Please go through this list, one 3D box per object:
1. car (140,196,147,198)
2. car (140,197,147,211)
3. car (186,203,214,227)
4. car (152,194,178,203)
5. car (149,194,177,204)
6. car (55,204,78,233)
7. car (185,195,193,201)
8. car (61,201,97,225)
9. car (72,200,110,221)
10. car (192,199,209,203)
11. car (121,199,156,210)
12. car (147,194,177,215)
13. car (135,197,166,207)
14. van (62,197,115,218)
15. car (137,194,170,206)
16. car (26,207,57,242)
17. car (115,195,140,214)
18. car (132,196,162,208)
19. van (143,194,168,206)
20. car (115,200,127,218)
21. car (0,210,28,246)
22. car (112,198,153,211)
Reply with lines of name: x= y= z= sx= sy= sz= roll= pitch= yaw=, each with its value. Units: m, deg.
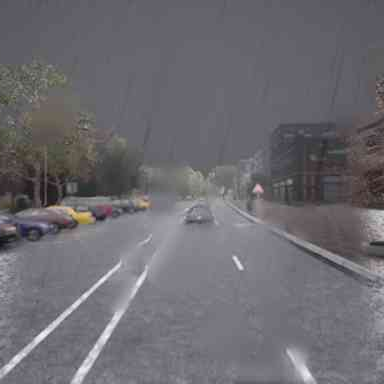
car: x=-7.968 y=1.721 z=42.822 sx=5.366 sy=1.575 sz=1.946 roll=-1 pitch=0 yaw=-17
car: x=-8.322 y=1.719 z=39.800 sx=4.892 sy=1.521 sz=2.231 roll=-1 pitch=-1 yaw=-17
car: x=0.575 y=1.724 z=24.460 sx=1.994 sy=1.385 sz=4.181 roll=0 pitch=0 yaw=2
car: x=-6.174 y=1.457 z=75.270 sx=5.566 sy=2.045 sz=2.435 roll=-1 pitch=0 yaw=-16
car: x=-6.307 y=1.463 z=72.345 sx=5.566 sy=2.045 sz=2.435 roll=-1 pitch=0 yaw=-16
car: x=-9.176 y=1.656 z=19.019 sx=4.674 sy=1.452 sz=2.002 roll=-1 pitch=0 yaw=-19
car: x=-0.653 y=1.522 z=78.407 sx=1.837 sy=1.490 sz=4.892 roll=0 pitch=0 yaw=4
car: x=-9.275 y=1.635 z=21.931 sx=5.366 sy=1.575 sz=1.946 roll=-1 pitch=0 yaw=-19
car: x=-8.990 y=1.653 z=24.956 sx=5.008 sy=1.535 sz=2.097 roll=-1 pitch=0 yaw=-18
car: x=1.386 y=1.776 z=41.927 sx=2.033 sy=1.411 sz=5.357 roll=0 pitch=0 yaw=3
car: x=-7.810 y=1.766 z=48.679 sx=4.792 sy=1.488 sz=2.163 roll=-1 pitch=0 yaw=-17
car: x=-3.204 y=1.442 z=37.685 sx=2.150 sy=2.045 sz=5.566 roll=0 pitch=0 yaw=3
car: x=-7.246 y=1.739 z=57.564 sx=5.008 sy=1.535 sz=2.097 roll=-1 pitch=0 yaw=-17
van: x=-8.997 y=1.445 z=27.888 sx=4.442 sy=1.987 sz=1.878 roll=-1 pitch=0 yaw=-18
car: x=-7.089 y=1.486 z=60.504 sx=5.566 sy=2.045 sz=2.435 roll=-1 pitch=0 yaw=-17
car: x=-9.238 y=1.635 z=16.072 sx=4.674 sy=1.452 sz=2.002 roll=0 pitch=-1 yaw=-18
car: x=-8.447 y=1.582 z=36.840 sx=4.553 sy=1.767 sz=2.185 roll=-1 pitch=0 yaw=-17
car: x=-7.450 y=1.615 z=54.596 sx=4.553 sy=1.767 sz=2.185 roll=-1 pitch=0 yaw=-16
van: x=-6.986 y=1.509 z=63.429 sx=4.442 sy=1.987 sz=1.878 roll=-1 pitch=0 yaw=-16
car: x=-8.760 y=1.724 z=30.897 sx=4.674 sy=1.452 sz=2.002 roll=-1 pitch=-1 yaw=-18
car: x=-9.322 y=1.614 z=13.118 sx=4.674 sy=1.452 sz=2.002 roll=-1 pitch=0 yaw=-19
car: x=-8.145 y=1.732 z=45.679 sx=5.366 sy=1.575 sz=1.946 roll=-1 pitch=0 yaw=-17
